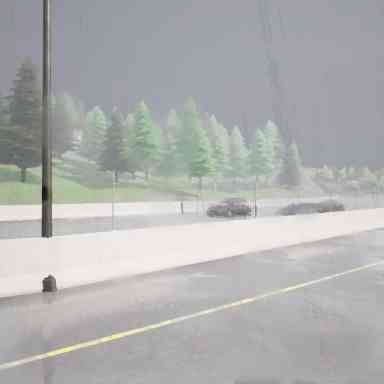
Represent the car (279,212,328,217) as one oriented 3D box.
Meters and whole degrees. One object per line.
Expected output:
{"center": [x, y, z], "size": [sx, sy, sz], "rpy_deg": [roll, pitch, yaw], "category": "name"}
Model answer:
{"center": [7.717, 1.506, 23.633], "size": [4.892, 1.490, 1.837], "rpy_deg": [1, 0, -41], "category": "car"}
